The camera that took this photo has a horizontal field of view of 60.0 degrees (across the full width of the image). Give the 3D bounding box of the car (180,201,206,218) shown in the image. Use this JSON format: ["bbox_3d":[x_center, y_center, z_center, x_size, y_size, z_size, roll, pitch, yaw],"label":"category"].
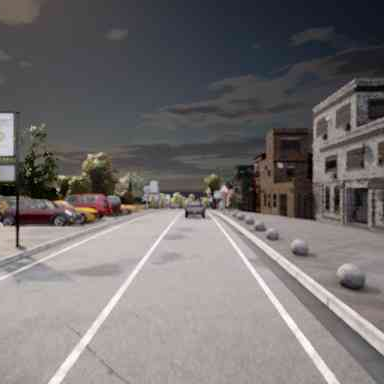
[{"bbox_3d":[0.291,1.625,31.782,2.128,1.511,4.902,0,-1,1],"label":"car"}]

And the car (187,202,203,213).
[{"bbox_3d":[0.430,2.027,43.694,2.033,1.411,5.357,0,-2,1],"label":"car"}]

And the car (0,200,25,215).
[{"bbox_3d":[-21.666,1.693,36.801,5.366,1.575,1.946,0,-2,0],"label":"car"}]

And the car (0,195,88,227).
[{"bbox_3d":[-9.287,1.248,20.794,4.553,1.767,2.185,0,-1,0],"label":"car"}]

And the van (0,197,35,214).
[{"bbox_3d":[-21.350,1.553,39.599,4.442,1.987,1.878,0,-2,0],"label":"van"}]

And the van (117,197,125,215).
[{"bbox_3d":[-9.347,1.387,32.939,4.442,1.987,1.878,0,-1,0],"label":"van"}]

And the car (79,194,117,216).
[{"bbox_3d":[-9.282,1.222,26.749,5.566,2.045,2.435,0,-1,0],"label":"car"}]

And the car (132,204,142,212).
[{"bbox_3d":[-9.018,1.775,38.884,5.366,1.575,1.946,0,-2,0],"label":"car"}]

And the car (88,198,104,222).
[{"bbox_3d":[-9.260,1.424,23.827,5.008,1.535,2.097,0,-1,0],"label":"car"}]

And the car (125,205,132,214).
[{"bbox_3d":[-9.248,1.566,35.973,4.553,1.767,2.185,0,-2,0],"label":"car"}]
